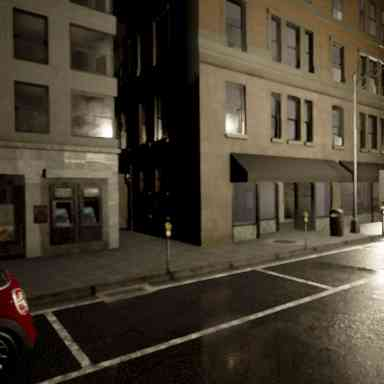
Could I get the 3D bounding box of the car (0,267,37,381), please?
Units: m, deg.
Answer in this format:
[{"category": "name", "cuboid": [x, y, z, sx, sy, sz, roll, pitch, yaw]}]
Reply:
[{"category": "car", "cuboid": [-4.071, 1.456, 3.638, 4.097, 1.590, 1.967, -1, 0, -35]}]
